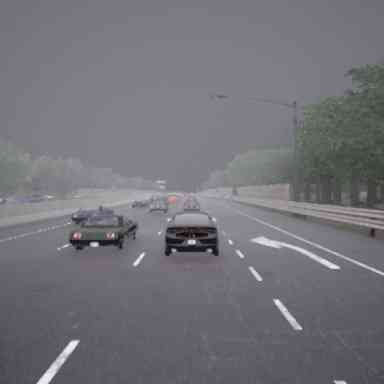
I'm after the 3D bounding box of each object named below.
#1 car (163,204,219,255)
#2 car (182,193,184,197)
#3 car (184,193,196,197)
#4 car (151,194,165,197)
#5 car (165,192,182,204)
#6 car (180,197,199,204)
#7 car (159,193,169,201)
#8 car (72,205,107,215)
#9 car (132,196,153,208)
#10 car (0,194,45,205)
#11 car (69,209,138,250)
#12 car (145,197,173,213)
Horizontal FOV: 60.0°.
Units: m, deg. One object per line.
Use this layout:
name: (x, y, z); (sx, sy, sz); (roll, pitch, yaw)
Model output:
car: (-0.009, 1.480, 13.325); (1.882, 1.535, 5.008); (0, 0, 0)
car: (-3.560, 1.393, 80.720); (1.837, 1.490, 4.892); (0, 0, 0)
car: (-0.048, 1.425, 64.590); (2.128, 1.511, 4.902); (0, 0, 0)
car: (-7.050, 1.285, 64.513); (2.097, 1.767, 4.553); (0, 0, 0)
car: (-3.548, 1.285, 64.515); (2.097, 1.767, 4.553); (0, 0, 0)
car: (-0.027, 1.542, 35.796); (2.033, 1.411, 5.357); (0, 0, 0)
car: (-7.062, 1.239, 84.674); (2.097, 1.767, 4.553); (0, 0, 0)
car: (-7.015, 1.603, 24.109); (1.895, 1.301, 4.718); (0, 0, 0)
car: (-7.032, 1.578, 46.596); (1.895, 1.301, 4.718); (0, 0, 0)
car: (-17.605, 1.214, 35.161); (2.150, 2.045, 5.566); (0, 0, 0)
car: (-3.510, 1.603, 14.218); (1.895, 1.301, 4.718); (0, 0, 0)
car: (-3.525, 1.541, 36.693); (2.033, 1.411, 5.357); (0, 0, 0)
